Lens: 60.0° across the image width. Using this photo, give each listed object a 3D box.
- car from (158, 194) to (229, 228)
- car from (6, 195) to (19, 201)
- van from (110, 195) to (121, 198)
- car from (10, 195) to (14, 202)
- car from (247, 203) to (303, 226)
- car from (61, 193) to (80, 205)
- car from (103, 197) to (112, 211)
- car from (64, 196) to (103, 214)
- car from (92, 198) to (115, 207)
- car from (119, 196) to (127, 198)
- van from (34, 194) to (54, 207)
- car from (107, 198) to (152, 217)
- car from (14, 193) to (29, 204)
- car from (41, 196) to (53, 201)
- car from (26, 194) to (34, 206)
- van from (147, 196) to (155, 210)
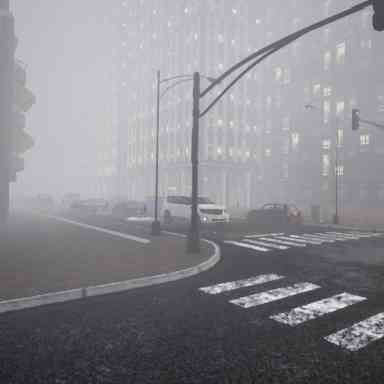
[{"bbox_3d":[0.049,1.170,22.118,2.150,2.045,5.566,1,-1,-35],"label":"car"},{"bbox_3d":[-40.195,1.378,74.427,2.008,1.369,4.403,1,-1,-35],"label":"car"},{"bbox_3d":[-10.496,1.368,47.012,1.690,1.788,3.998,1,-1,-35],"label":"van"},{"bbox_3d":[-36.931,1.397,69.819,1.947,1.339,4.313,1,-1,-35],"label":"car"},{"bbox_3d":[5.831,1.505,23.966,1.967,1.590,4.097,1,-1,-35],"label":"car"},{"bbox_3d":[-20.403,1.181,56.345,2.150,2.045,5.566,1,-1,-35],"label":"car"},{"bbox_3d":[-11.606,1.468,38.571,2.033,1.411,5.357,1,-1,-35],"label":"car"},{"bbox_3d":[-10.805,1.427,32.948,2.008,1.369,4.403,1,-1,-35],"label":"car"},{"bbox_3d":[-13.766,1.586,51.618,1.947,1.339,4.313,1,-1,-35],"label":"car"},{"bbox_3d":[-7.234,1.584,42.401,2.008,1.369,4.403,1,-1,-35],"label":"car"},{"bbox_3d":[-20.598,1.197,46.776,1.690,1.788,3.998,1,-1,-35],"label":"van"},{"bbox_3d":[-5.731,1.498,30.275,1.994,1.385,4.181,1,-1,-35],"label":"car"},{"bbox_3d":[-30.395,1.155,60.603,2.192,1.841,5.009,1,-1,-35],"label":"car"},{"bbox_3d":[-36.626,1.570,83.880,1.802,1.307,4.206,1,-1,-35],"label":"car"},{"bbox_3d":[-23.868,1.432,51.383,1.802,1.307,4.206,1,-1,-35],"label":"car"},{"bbox_3d":[-3.965,1.382,37.794,1.690,1.788,3.998,1,-1,-35],"label":"van"}]
